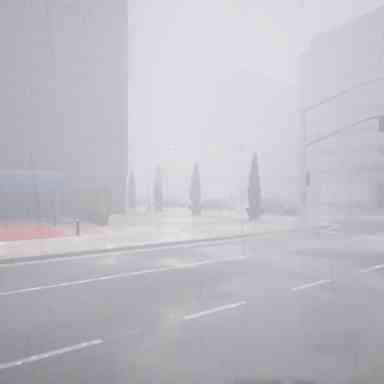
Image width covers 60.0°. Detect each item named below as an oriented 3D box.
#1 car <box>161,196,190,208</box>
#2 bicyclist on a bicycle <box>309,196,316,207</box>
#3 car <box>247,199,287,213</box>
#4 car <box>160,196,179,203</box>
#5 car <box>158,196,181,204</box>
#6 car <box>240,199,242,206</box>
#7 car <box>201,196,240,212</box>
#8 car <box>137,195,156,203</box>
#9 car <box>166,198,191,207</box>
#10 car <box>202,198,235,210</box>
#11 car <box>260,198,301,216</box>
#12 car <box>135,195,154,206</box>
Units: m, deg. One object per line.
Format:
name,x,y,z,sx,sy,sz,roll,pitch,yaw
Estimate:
car,-2.927,1.545,48.175,2.033,1.411,5.357,0,0,-35
bicyclist on a bicycle,16.941,1.297,46.707,1.656,1.620,0.582,0,0,-35
car,8.509,1.561,37.841,1.994,1.385,4.181,0,0,-35
car,-4.757,1.597,69.527,1.895,1.301,4.718,0,0,-35
car,-4.231,1.489,62.586,2.128,1.511,4.902,0,0,-34
car,6.033,1.349,54.027,2.097,1.767,4.553,0,0,-35
car,3.001,1.489,39.637,2.128,1.511,4.902,0,0,-35
car,-9.695,1.382,70.357,1.882,1.535,5.008,0,0,-35
car,-2.201,1.598,53.280,1.895,1.301,4.718,0,0,-35
car,3.515,1.523,45.036,1.812,1.442,4.674,0,0,-35
car,8.192,1.350,32.161,2.097,1.767,4.553,0,0,-35
car,-8.774,1.523,56.660,1.812,1.442,4.674,0,0,-34
